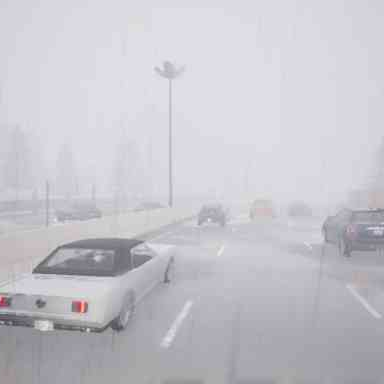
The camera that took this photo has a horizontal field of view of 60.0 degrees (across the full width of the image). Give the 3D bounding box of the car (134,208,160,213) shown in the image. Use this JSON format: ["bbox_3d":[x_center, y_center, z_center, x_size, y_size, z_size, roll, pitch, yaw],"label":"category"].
[{"bbox_3d":[-4.152,1.648,32.122,2.033,1.411,5.357,0,0,11],"label":"car"}]

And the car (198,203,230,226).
[{"bbox_3d":[1.616,1.571,24.109,1.837,1.490,4.892,0,0,11],"label":"car"}]

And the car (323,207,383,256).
[{"bbox_3d":[6.642,1.375,13.215,2.097,1.767,4.553,0,0,11],"label":"car"}]

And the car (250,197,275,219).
[{"bbox_3d":[6.369,1.424,30.265,2.097,1.767,4.553,0,0,11],"label":"car"}]

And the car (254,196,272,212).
[{"bbox_3d":[9.021,1.452,42.021,2.097,1.767,4.553,0,0,14],"label":"car"}]

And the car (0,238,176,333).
[{"bbox_3d":[-1.696,1.625,6.943,1.895,1.301,4.718,0,0,11],"label":"car"}]

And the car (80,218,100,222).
[{"bbox_3d":[-8.818,1.659,26.440,1.994,1.385,4.181,0,0,11],"label":"car"}]

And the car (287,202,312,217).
[{"bbox_3d":[10.317,1.632,32.181,1.994,1.385,4.181,0,0,11],"label":"car"}]
